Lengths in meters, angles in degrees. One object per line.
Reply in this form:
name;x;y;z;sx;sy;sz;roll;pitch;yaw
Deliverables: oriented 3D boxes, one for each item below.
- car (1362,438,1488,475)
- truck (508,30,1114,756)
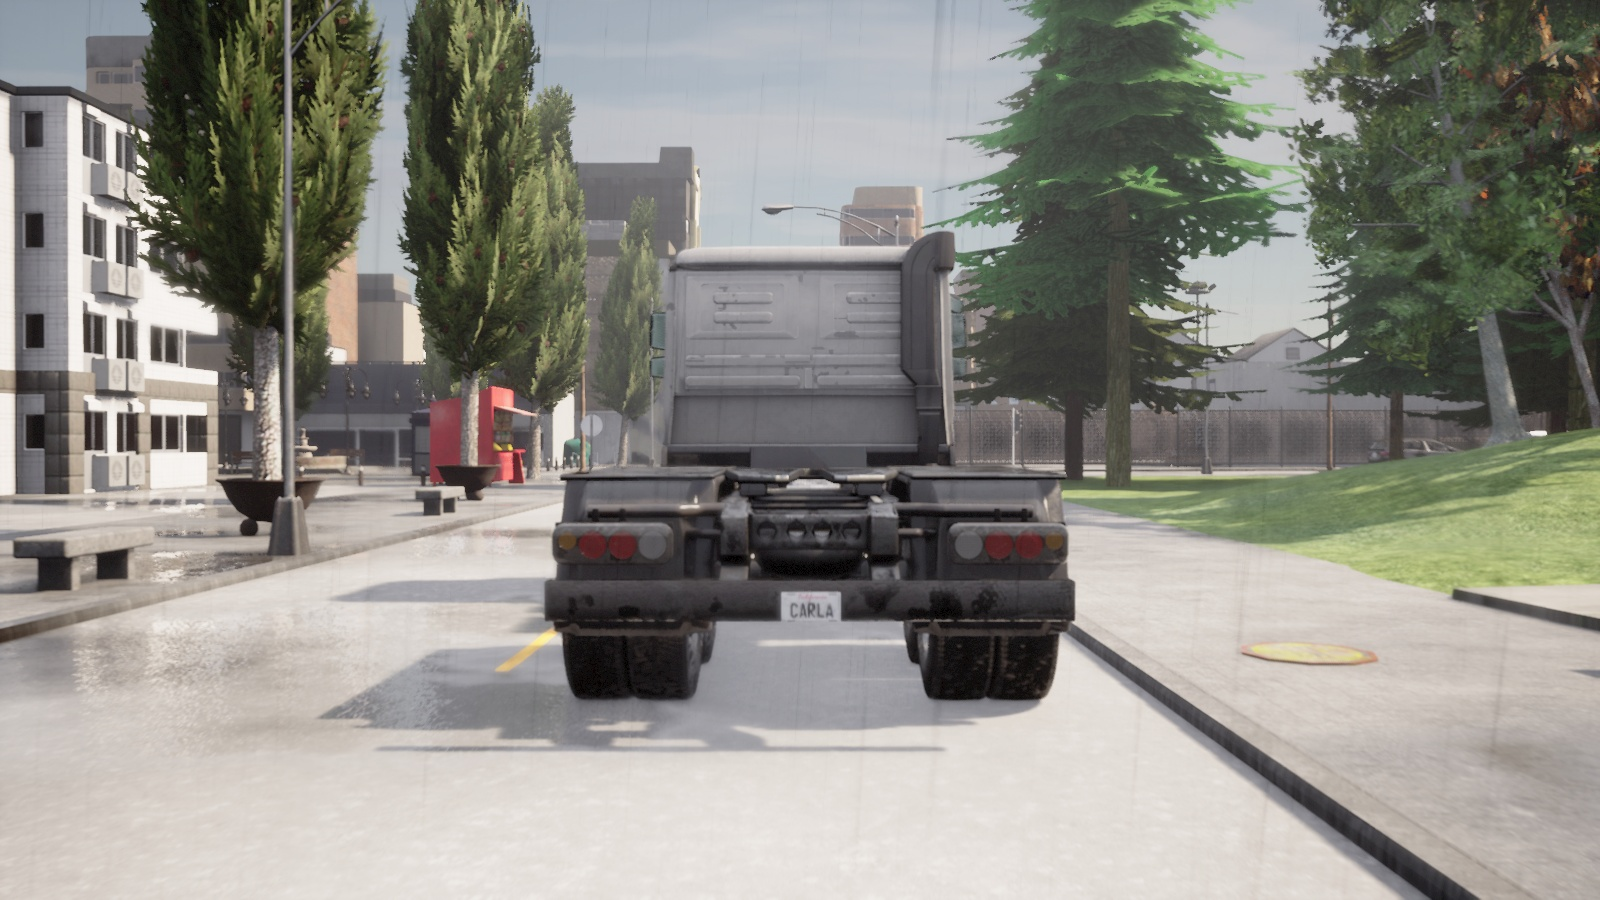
car;28.255;0.276;56.875;4.611;1.667;2.242;0;0;0
truck;0.071;-0.294;9.967;2.891;3.462;7.936;0;0;0
